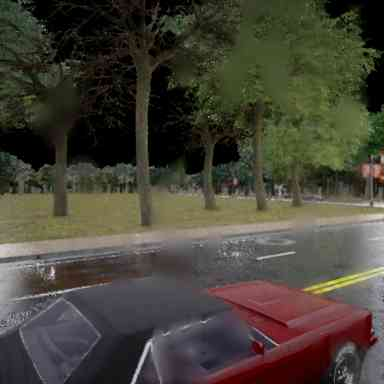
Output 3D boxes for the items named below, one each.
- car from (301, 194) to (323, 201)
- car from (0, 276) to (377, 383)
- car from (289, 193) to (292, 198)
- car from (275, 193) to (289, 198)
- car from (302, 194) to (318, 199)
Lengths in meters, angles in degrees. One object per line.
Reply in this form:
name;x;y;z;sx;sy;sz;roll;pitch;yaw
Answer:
car;27.446;1.210;74.973;2.128;1.511;4.902;0;0;-12
car;-0.141;1.597;3.343;4.718;1.301;1.895;0;0;-36
car;28.054;1.169;87.429;1.994;1.385;4.181;0;0;-12
car;24.127;1.193;90.183;1.895;1.301;4.718;0;0;-12
car;31.230;1.164;88.121;1.994;1.385;4.181;0;0;-12
